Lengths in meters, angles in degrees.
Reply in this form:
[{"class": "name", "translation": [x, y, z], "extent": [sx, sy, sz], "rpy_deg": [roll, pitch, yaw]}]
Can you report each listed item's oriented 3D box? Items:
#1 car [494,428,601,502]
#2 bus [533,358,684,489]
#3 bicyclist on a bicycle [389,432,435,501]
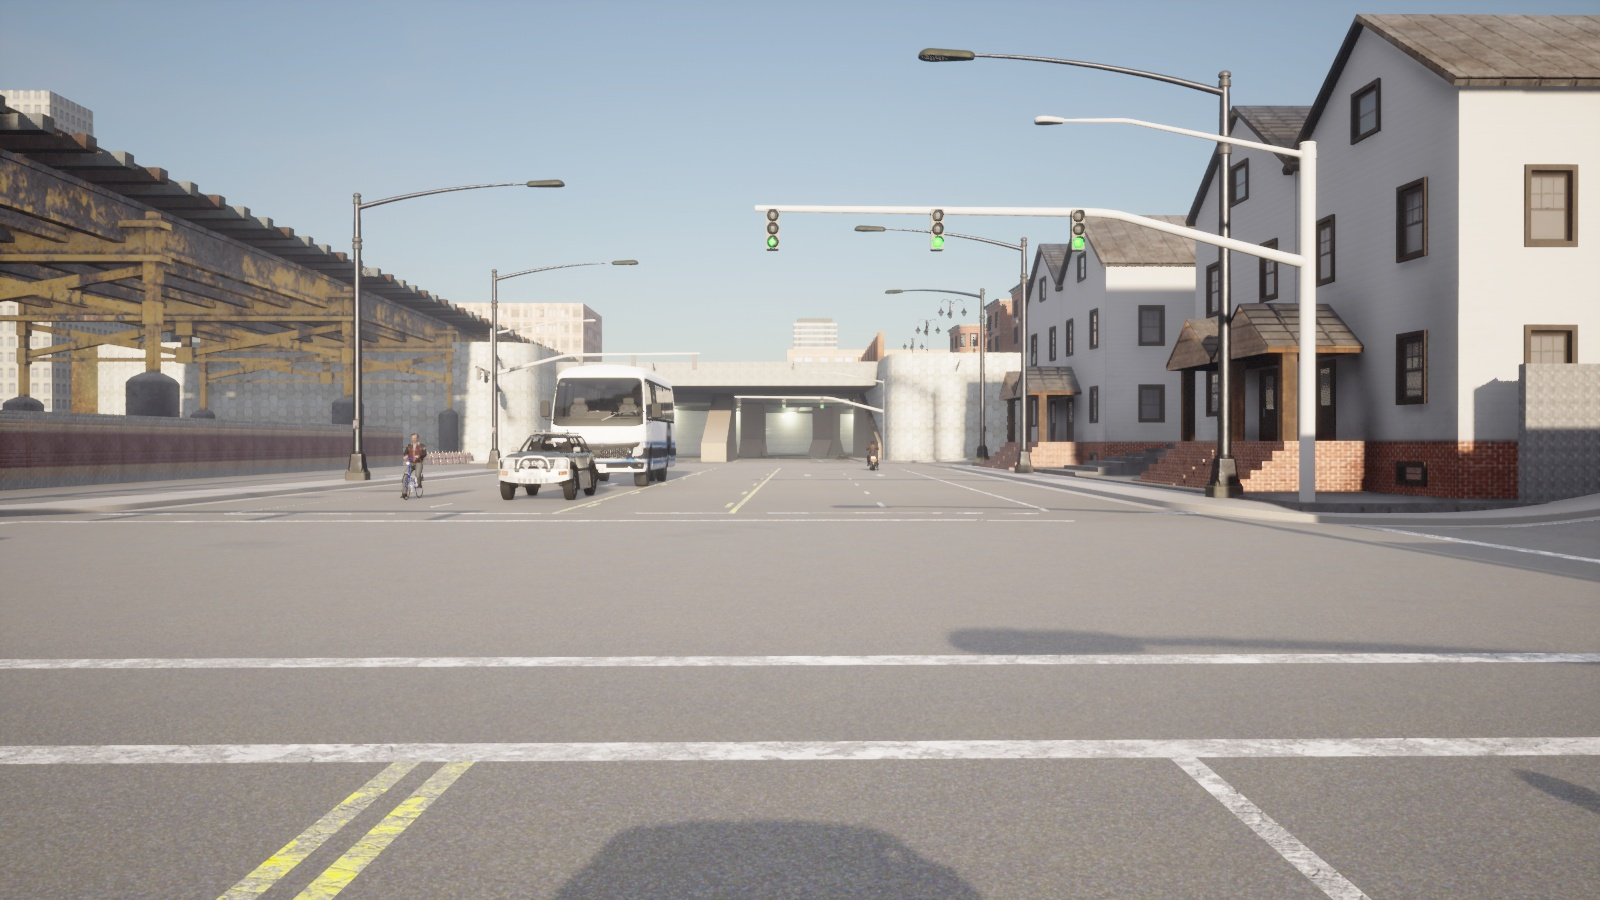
[{"class": "car", "translation": [-6.784, 0.368, 34.190], "extent": [1.932, 1.855, 4.605], "rpy_deg": [0, 0, 1]}, {"class": "bus", "translation": [-6.718, -0.891, 46.124], "extent": [3.944, 4.253, 10.273], "rpy_deg": [0, 0, 0]}, {"class": "bicyclist on a bicycle", "translation": [-10.293, 0.424, 33.367], "extent": [0.659, 1.776, 1.843], "rpy_deg": [0, 0, 0]}]
